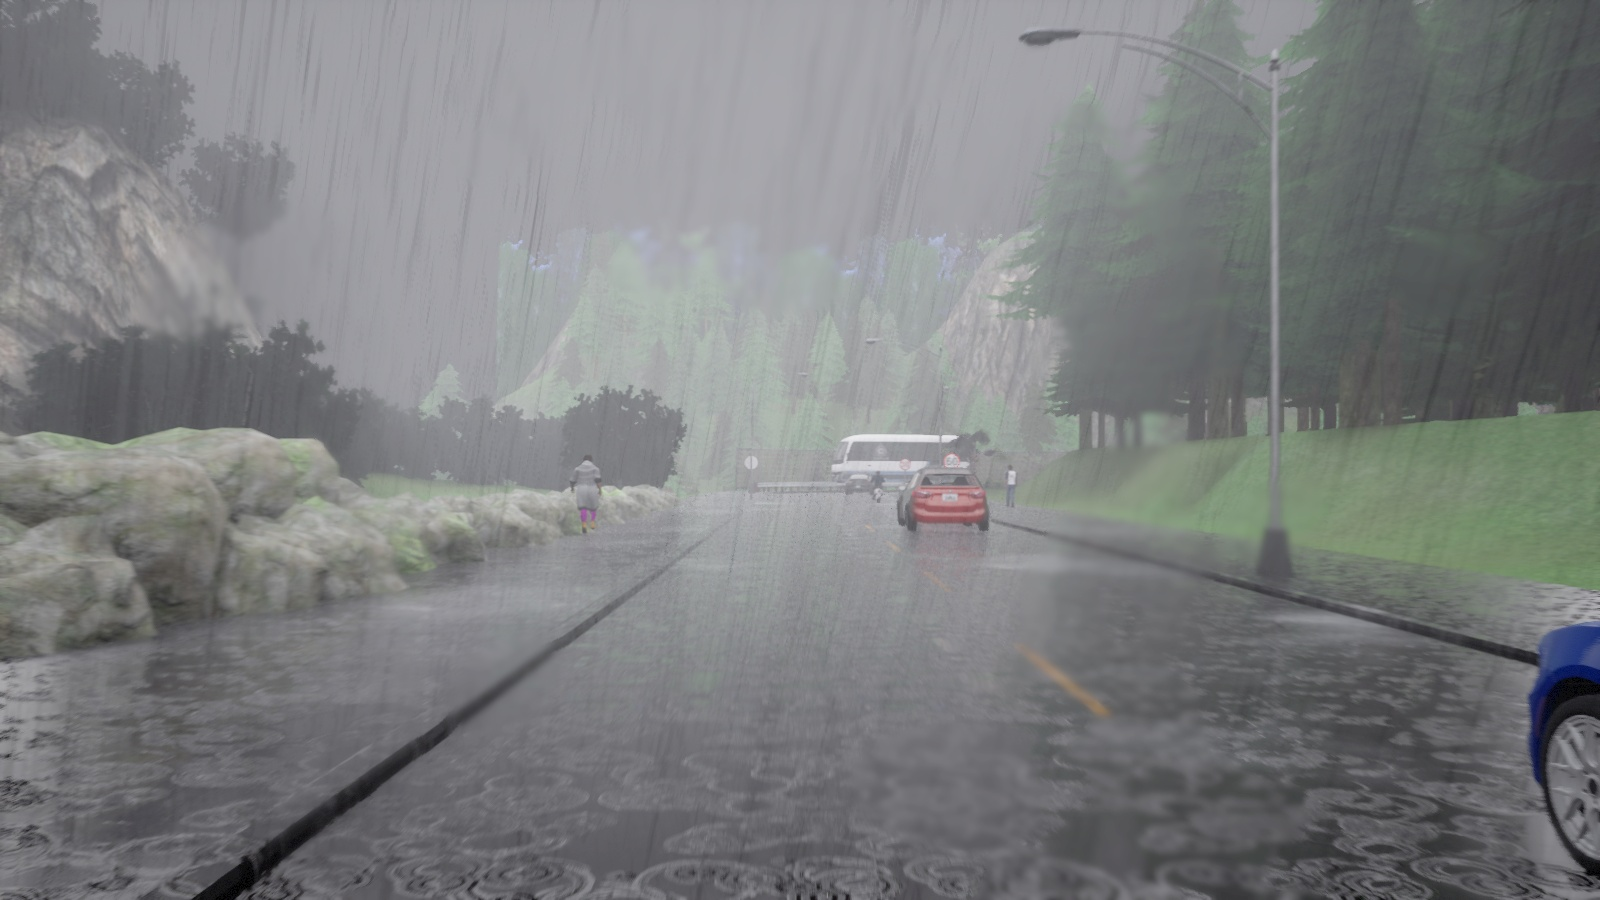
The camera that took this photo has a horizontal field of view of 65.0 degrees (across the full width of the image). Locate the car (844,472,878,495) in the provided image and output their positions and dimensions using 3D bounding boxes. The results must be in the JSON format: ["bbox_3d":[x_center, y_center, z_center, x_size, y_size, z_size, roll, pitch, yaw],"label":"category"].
[{"bbox_3d":[4.139,2.227,84.107,1.812,1.442,4.674,-1,-1,9],"label":"car"}]

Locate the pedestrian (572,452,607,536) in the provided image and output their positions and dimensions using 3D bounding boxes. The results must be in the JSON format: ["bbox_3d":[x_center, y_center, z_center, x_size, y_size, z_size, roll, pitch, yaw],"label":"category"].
[{"bbox_3d":[-4.968,1.040,29.686,0.659,1.952,0.873,0,-1,1],"label":"pedestrian"}]

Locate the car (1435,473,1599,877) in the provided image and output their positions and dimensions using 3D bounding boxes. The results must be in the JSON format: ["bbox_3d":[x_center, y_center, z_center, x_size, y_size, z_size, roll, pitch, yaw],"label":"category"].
[{"bbox_3d":[3.991,0.835,3.501,1.882,1.535,5.008,0,-1,0],"label":"car"}]

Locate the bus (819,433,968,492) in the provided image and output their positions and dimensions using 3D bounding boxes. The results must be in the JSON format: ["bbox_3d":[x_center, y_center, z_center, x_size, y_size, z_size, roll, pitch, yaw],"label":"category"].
[{"bbox_3d":[6.890,0.962,92.948,10.273,4.253,3.944,0,-2,-12],"label":"bus"}]

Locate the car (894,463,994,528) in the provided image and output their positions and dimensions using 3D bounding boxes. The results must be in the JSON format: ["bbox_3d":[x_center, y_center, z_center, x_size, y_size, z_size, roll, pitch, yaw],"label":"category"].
[{"bbox_3d":[3.911,1.227,35.018,2.242,1.667,4.611,0,-1,0],"label":"car"}]

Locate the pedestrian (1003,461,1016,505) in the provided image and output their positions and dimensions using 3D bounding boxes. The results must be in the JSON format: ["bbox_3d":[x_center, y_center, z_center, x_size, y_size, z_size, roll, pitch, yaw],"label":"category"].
[{"bbox_3d":[8.766,1.366,52.588,0.354,1.836,0.706,0,-1,-5],"label":"pedestrian"}]
